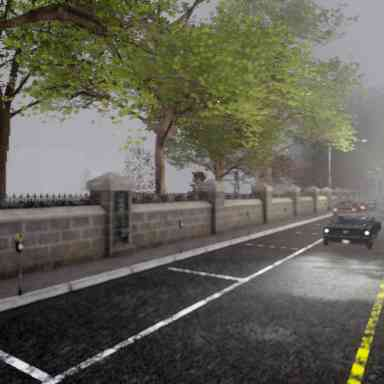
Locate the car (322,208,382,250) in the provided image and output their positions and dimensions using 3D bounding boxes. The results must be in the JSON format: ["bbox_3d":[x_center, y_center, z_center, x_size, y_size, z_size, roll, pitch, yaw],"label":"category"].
[{"bbox_3d":[7.188,1.626,14.738,1.895,1.301,4.718,0,0,34],"label":"car"}]

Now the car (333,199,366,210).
[{"bbox_3d":[13.660,1.496,29.159,1.967,1.590,4.097,0,0,34],"label":"car"}]

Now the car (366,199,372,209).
[{"bbox_3d":[16.776,1.506,33.846,1.967,1.590,4.097,0,0,34],"label":"car"}]

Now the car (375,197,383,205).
[{"bbox_3d":[35.484,1.684,61.975,2.008,1.369,4.403,0,0,34],"label":"car"}]

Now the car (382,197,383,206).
[{"bbox_3d":[32.272,1.645,57.146,1.752,1.417,4.829,0,0,34],"label":"car"}]

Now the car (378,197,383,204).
[{"bbox_3d":[38.508,1.672,66.523,1.752,1.417,4.829,0,0,34],"label":"car"}]

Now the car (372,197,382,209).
[{"bbox_3d":[23.013,1.636,43.222,2.008,1.369,4.403,0,0,34],"label":"car"}]
